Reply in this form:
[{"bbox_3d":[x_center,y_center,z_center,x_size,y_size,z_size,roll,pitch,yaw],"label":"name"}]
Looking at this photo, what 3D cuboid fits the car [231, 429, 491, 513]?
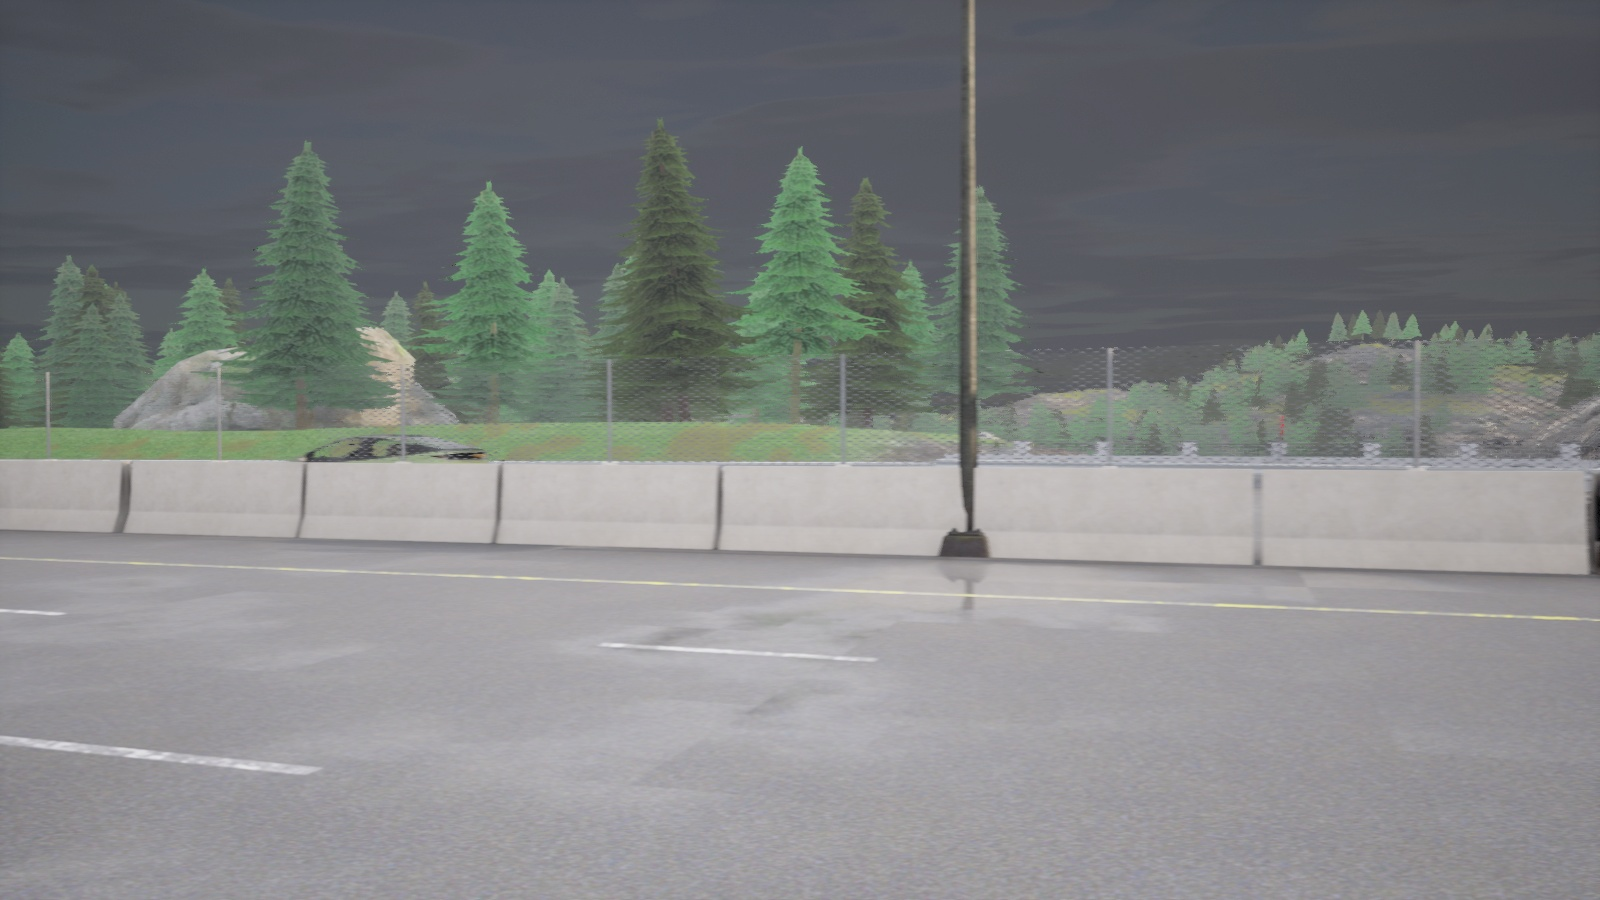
[{"bbox_3d":[-8.549,0.352,24.530,4.514,1.525,2.007,1,1,19],"label":"car"}]
